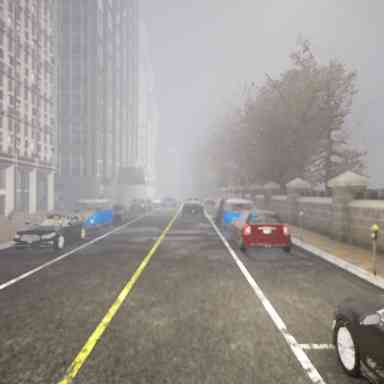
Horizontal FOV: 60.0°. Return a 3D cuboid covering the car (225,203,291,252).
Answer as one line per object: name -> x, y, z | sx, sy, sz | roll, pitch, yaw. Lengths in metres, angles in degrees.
car -> 2.693, 1.438, 13.873 | 1.967, 1.590, 4.097 | 0, 0, 0

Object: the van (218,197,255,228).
van -> 2.693, 1.336, 19.433 | 1.690, 1.788, 3.998 | 0, 0, 0

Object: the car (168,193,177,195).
car -> -5.309, 1.202, 80.230 | 2.192, 1.841, 5.009 | 1, 0, 2

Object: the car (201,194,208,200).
car -> 3.354, 1.292, 90.908 | 1.967, 1.590, 4.097 | 1, 0, 2

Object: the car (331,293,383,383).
car -> 2.694, 1.551, 2.753 | 2.008, 1.369, 4.403 | 0, 0, 0

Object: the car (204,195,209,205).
car -> 2.686, 1.533, 52.795 | 1.802, 1.307, 4.206 | 0, 0, 0

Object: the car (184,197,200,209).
car -> -0.002, 1.511, 45.701 | 2.033, 1.411, 5.357 | 0, 0, 0

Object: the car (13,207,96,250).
car -> -5.833, 1.548, 14.136 | 2.008, 1.369, 4.403 | 0, 0, 0

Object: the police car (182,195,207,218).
police car -> 0.086, 1.409, 30.499 | 1.930, 1.638, 5.238 | 0, 0, 0

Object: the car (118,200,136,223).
car -> -5.835, 1.556, 25.258 | 1.947, 1.339, 4.313 | 0, 0, 0

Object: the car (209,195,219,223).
car -> 2.692, 1.305, 24.992 | 2.192, 1.841, 5.009 | 0, 0, 0

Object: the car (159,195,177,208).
car -> -3.091, 1.488, 46.175 | 1.812, 1.442, 4.674 | 0, 0, 0

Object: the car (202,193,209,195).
car -> 2.924, 1.216, 74.478 | 2.192, 1.841, 5.009 | 1, 0, 2

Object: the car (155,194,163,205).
car -> -5.704, 1.476, 52.890 | 1.752, 1.417, 4.829 | 0, 0, 0

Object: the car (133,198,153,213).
car -> -5.836, 1.417, 36.379 | 1.967, 1.590, 4.097 | 0, 0, 0

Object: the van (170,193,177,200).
van -> -5.022, 1.194, 91.176 | 1.690, 1.788, 3.998 | 1, 0, 2

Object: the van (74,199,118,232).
van -> -5.832, 1.335, 19.697 | 1.690, 1.788, 3.998 | 0, 0, 0

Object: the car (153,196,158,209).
car -> -5.838, 1.535, 41.939 | 1.947, 1.339, 4.313 | 0, 0, 0
